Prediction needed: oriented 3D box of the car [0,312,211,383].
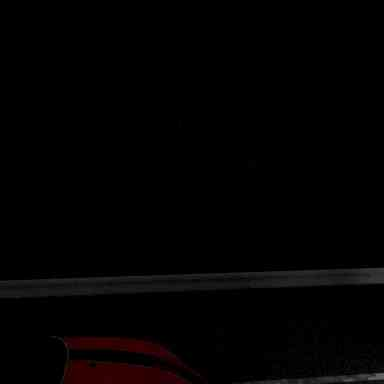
[{"bbox_3d":[-1.874,1.352,1.640,4.553,1.767,2.097,0,0,-6],"label":"car"}]
